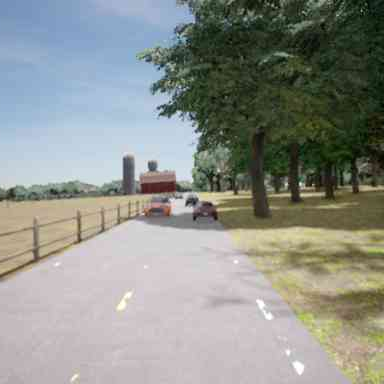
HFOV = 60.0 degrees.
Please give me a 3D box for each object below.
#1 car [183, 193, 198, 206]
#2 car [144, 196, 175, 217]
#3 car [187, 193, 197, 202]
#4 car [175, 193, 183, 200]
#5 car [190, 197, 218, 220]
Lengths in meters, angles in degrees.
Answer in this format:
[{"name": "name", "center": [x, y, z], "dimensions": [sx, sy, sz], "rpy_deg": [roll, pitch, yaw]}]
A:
[{"name": "car", "center": [0.032, 1.151, 46.259], "dimensions": [1.837, 1.490, 4.892], "rpy_deg": [0, 0, 1]}, {"name": "car", "center": [-2.831, 1.177, 28.773], "dimensions": [2.097, 1.767, 4.553], "rpy_deg": [0, 0, 0]}, {"name": "car", "center": [0.028, 0.983, 60.541], "dimensions": [1.812, 1.442, 4.674], "rpy_deg": [0, 1, 0]}, {"name": "car", "center": [-2.718, 0.833, 70.624], "dimensions": [2.033, 1.411, 5.357], "rpy_deg": [0, 1, 0]}, {"name": "car", "center": [0.974, 1.375, 25.955], "dimensions": [1.812, 1.442, 4.674], "rpy_deg": [0, 0, 0]}]
